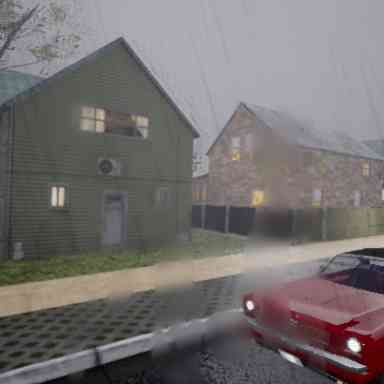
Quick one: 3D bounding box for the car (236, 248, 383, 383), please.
[{"bbox_3d":[2.948,1.640,5.165,4.718,1.301,1.895,1,0,-35],"label":"car"}]
